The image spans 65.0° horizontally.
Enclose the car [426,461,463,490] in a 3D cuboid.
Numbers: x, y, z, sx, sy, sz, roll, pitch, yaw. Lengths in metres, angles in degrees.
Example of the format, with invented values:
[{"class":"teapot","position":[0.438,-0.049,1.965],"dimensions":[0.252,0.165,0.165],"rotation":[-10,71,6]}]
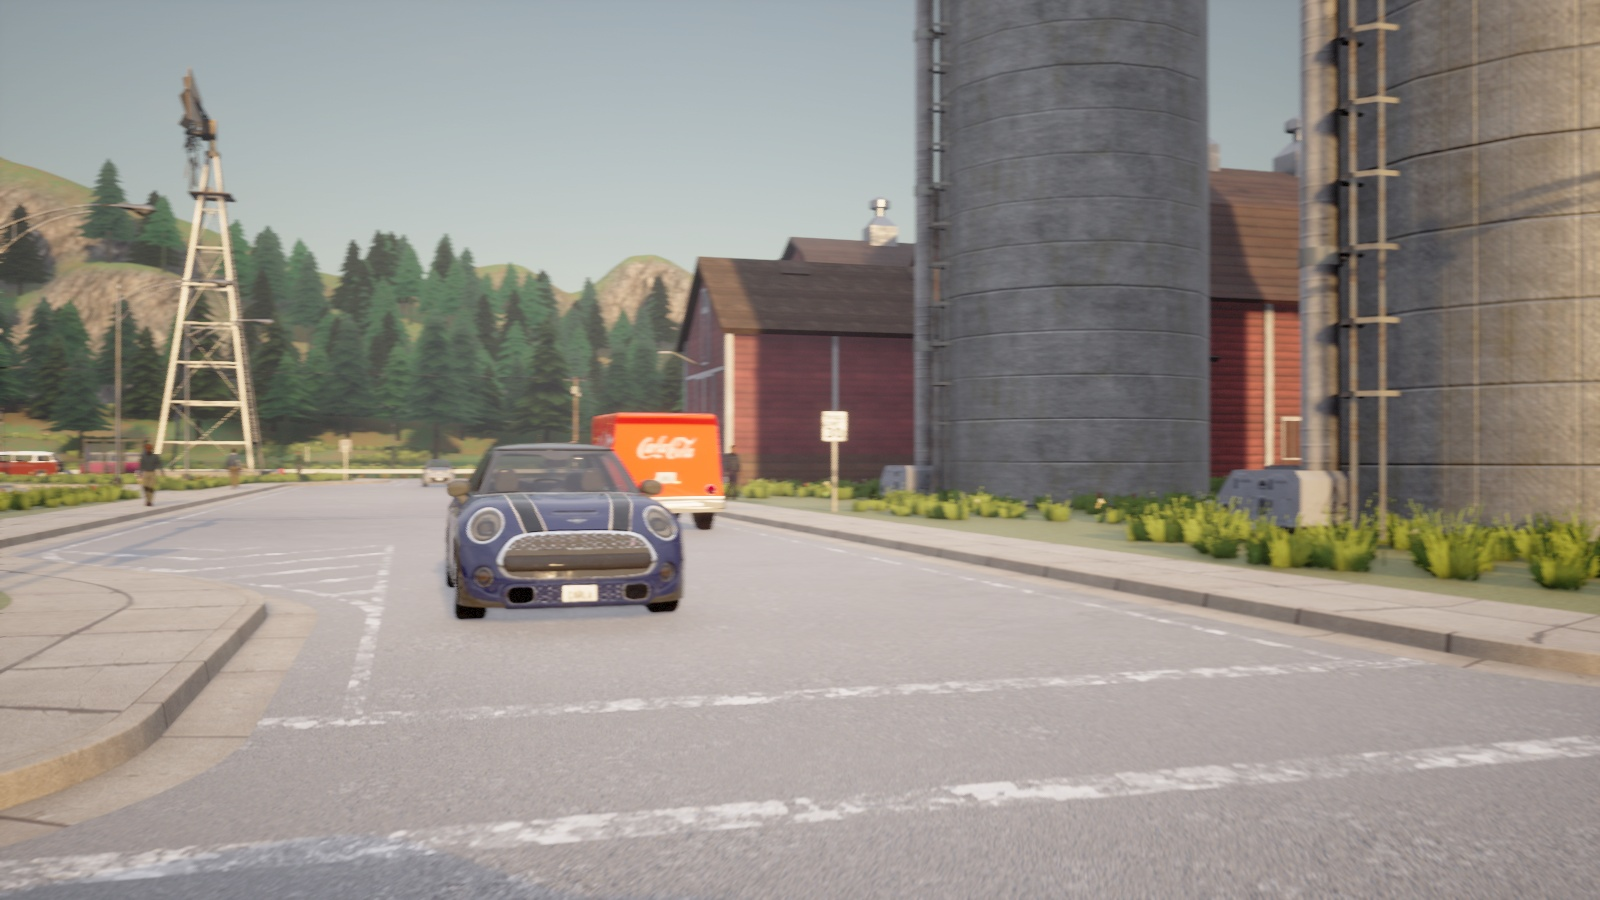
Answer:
[{"class":"car","position":[-19.285,1.356,68.084],"dimensions":[1.845,1.501,3.633],"rotation":[0,0,-17]}]

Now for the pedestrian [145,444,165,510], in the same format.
[{"class":"pedestrian","position":[-18.171,0.743,35.389],"dimensions":[0.370,1.835,0.726],"rotation":[0,0,-18]}]

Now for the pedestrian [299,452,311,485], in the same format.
[{"class":"pedestrian","position":[-28.200,1.058,71.527],"dimensions":[0.353,1.847,0.614],"rotation":[0,0,14]}]

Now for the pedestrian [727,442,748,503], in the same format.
[{"class":"pedestrian","position":[-2.027,0.720,40.759],"dimensions":[0.423,1.949,0.788],"rotation":[0,0,-22]}]

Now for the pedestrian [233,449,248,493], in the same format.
[{"class":"pedestrian","position":[-24.814,0.924,55.688],"dimensions":[0.423,1.949,0.788],"rotation":[0,0,-11]}]

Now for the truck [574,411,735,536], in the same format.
[{"class":"truck","position":[-3.350,0.486,27.780],"dimensions":[2.627,2.467,5.204],"rotation":[0,0,-17]}]

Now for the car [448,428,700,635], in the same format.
[{"class":"car","position":[-2.572,0.717,13.243],"dimensions":[2.097,1.767,4.553],"rotation":[0,0,-17]}]
